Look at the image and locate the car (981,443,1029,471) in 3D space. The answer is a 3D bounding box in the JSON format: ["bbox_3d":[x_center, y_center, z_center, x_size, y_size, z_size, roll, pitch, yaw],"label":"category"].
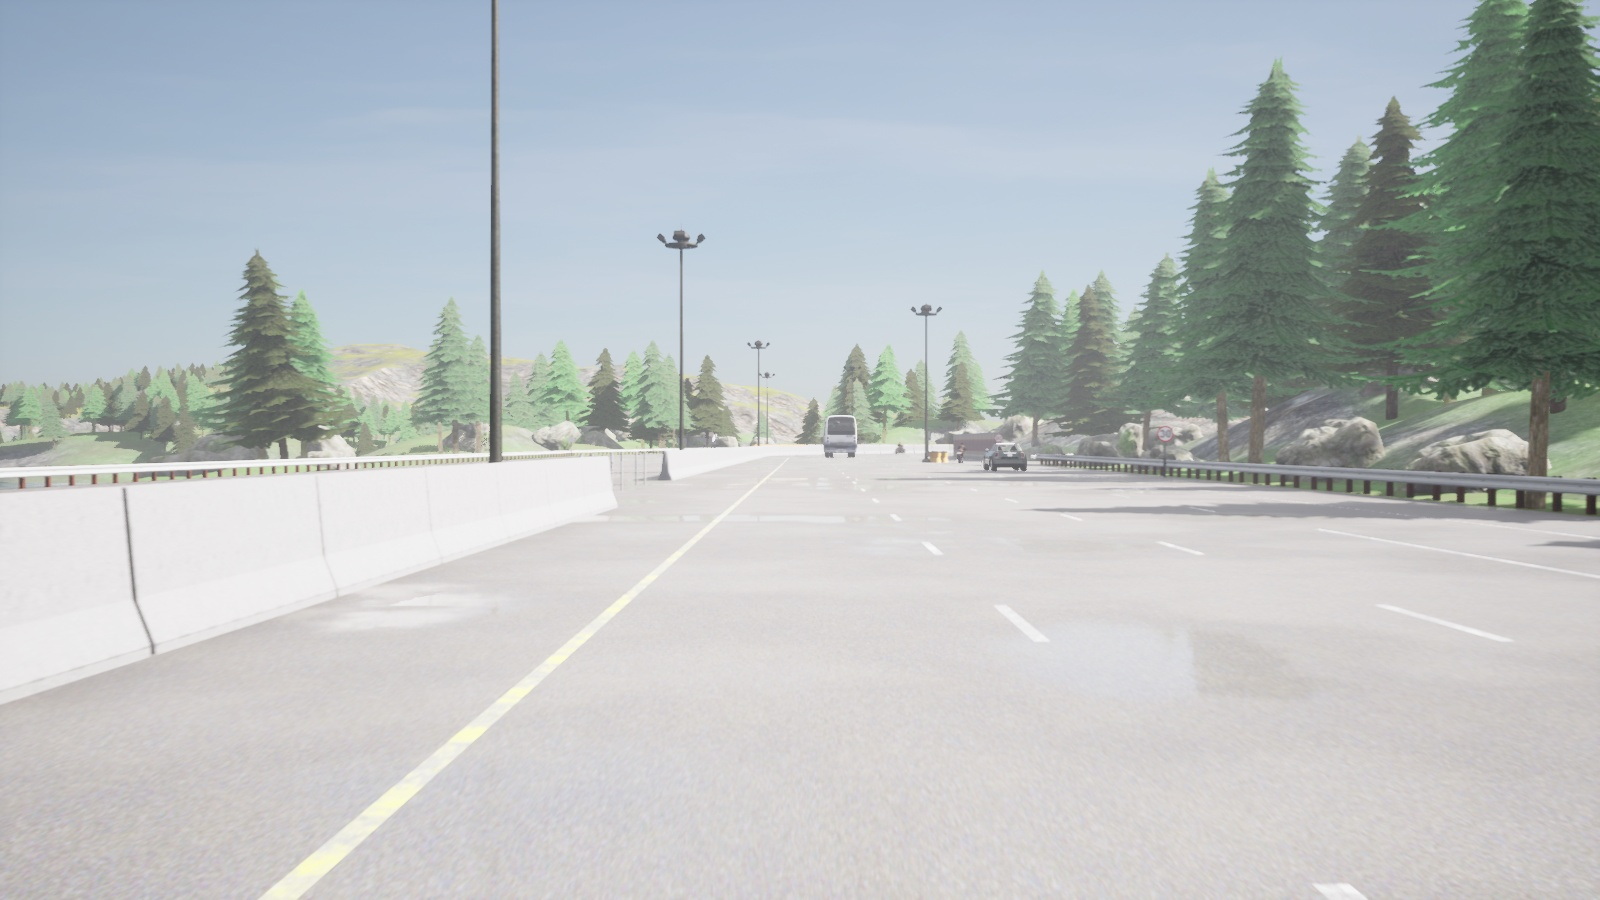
[{"bbox_3d":[10.902,0.343,66.998,1.970,1.475,3.806,0,0,0],"label":"car"}]
